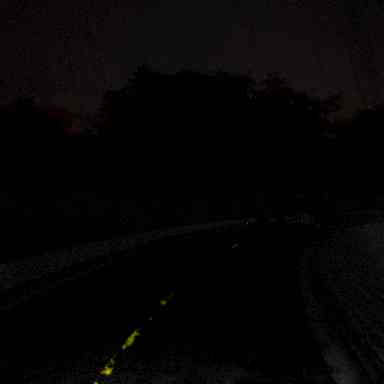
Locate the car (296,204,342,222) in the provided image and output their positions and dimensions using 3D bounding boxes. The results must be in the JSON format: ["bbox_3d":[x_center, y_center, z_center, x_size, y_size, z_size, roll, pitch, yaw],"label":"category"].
[{"bbox_3d":[11.096,1.774,28.746,5.357,1.411,2.033,1,-1,-43],"label":"car"}]
